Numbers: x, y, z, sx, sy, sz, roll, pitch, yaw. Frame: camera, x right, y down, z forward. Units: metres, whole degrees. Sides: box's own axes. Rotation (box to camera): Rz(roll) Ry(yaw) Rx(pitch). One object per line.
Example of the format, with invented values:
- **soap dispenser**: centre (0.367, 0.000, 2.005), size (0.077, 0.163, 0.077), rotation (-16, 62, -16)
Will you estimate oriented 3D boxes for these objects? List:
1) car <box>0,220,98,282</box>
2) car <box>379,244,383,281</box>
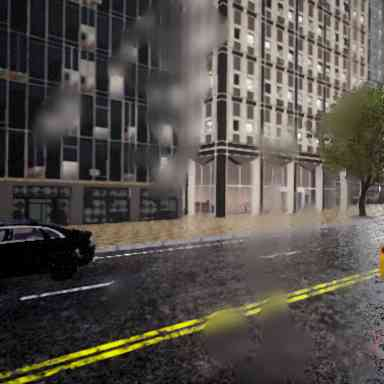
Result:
- **car**: centre (-4.855, 1.490, 8.206), size (4.902, 1.511, 2.128), rotation (0, 0, -35)
- **car**: centre (6.517, 1.461, 8.072), size (5.008, 1.535, 1.882), rotation (0, 0, -35)
